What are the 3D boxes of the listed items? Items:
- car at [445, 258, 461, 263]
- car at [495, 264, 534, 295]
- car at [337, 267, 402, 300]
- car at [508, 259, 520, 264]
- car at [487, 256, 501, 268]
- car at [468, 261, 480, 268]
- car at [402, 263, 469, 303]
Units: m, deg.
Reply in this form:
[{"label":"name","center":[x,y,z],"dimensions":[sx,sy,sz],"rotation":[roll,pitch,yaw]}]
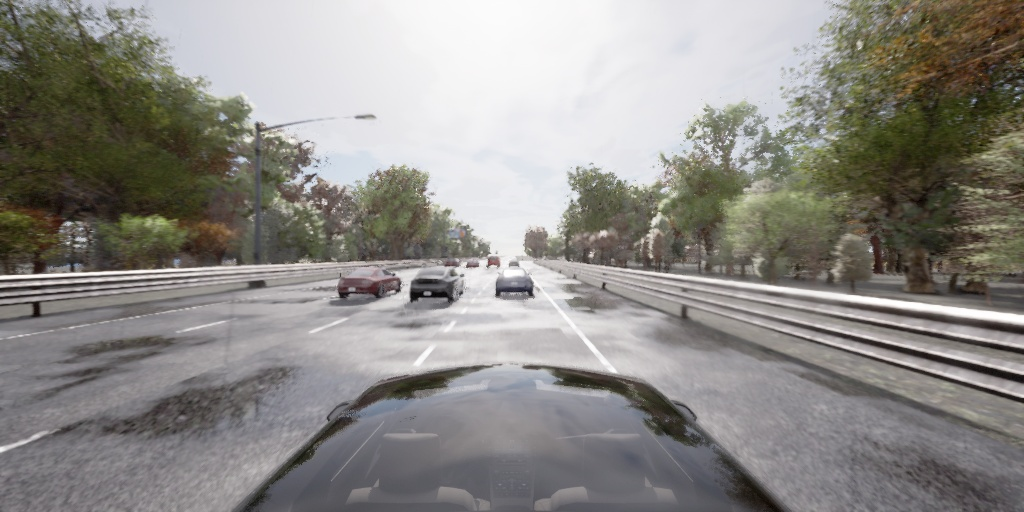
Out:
[{"label":"car","center":[-10.147,1.108,61.895],"dimensions":[2.097,1.767,4.553],"rotation":[0,0,0]},{"label":"car","center":[0.123,1.315,19.515],"dimensions":[1.994,1.385,4.181],"rotation":[0,0,0]},{"label":"car","center":[-6.882,1.274,17.733],"dimensions":[1.812,1.442,4.674],"rotation":[0,0,0]},{"label":"car","center":[0.352,1.287,62.751],"dimensions":[1.812,1.442,4.674],"rotation":[0,0,0]},{"label":"car","center":[-3.145,0.985,62.742],"dimensions":[2.150,2.045,5.566],"rotation":[0,0,0]},{"label":"car","center":[-6.649,1.323,61.942],"dimensions":[1.994,1.385,4.181],"rotation":[0,0,0]},{"label":"car","center":[-3.383,1.256,16.817],"dimensions":[1.837,1.490,4.892],"rotation":[0,0,0]}]
